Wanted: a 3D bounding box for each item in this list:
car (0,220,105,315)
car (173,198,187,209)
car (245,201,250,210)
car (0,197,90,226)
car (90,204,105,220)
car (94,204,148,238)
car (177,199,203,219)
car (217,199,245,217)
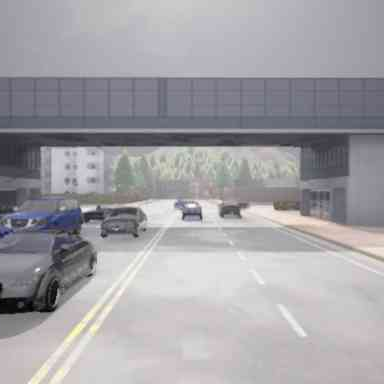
[{"bbox_3d":[-3.590,1.583,7.560,1.994,1.385,4.181,0,0,0],"label":"car"},{"bbox_3d":[-1.120,1.589,44.595,1.882,1.535,5.008,0,0,-18],"label":"car"},{"bbox_3d":[5.982,1.602,43.634,2.128,1.511,4.902,0,0,33],"label":"car"},{"bbox_3d":[-7.077,1.262,16.262,2.150,2.045,5.566,0,0,0],"label":"car"},{"bbox_3d":[-7.044,1.667,26.528,1.895,1.301,4.718,0,0,0],"label":"car"},{"bbox_3d":[-3.579,1.551,18.206,1.837,1.490,4.892,0,0,0],"label":"car"},{"bbox_3d":[0.025,1.623,29.944,2.033,1.411,5.357,0,0,0],"label":"car"},{"bbox_3d":[3.541,1.585,31.853,1.837,1.490,4.892,0,0,1],"label":"car"}]
